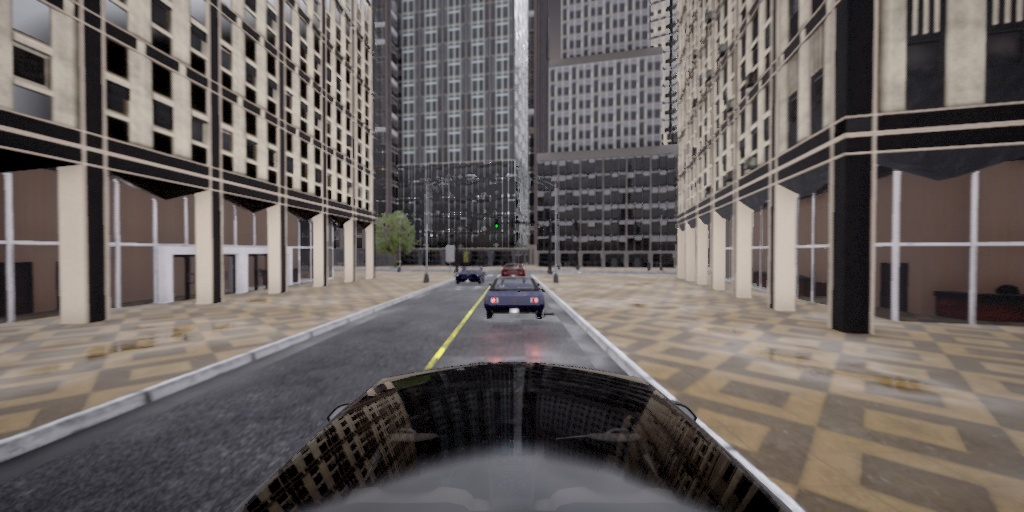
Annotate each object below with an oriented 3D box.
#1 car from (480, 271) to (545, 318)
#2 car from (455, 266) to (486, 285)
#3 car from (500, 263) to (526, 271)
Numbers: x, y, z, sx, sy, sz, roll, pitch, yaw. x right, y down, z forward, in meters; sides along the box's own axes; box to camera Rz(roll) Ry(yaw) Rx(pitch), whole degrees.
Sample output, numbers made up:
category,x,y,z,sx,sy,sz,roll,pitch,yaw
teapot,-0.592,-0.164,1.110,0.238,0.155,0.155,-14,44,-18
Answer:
category,x,y,z,sx,sy,sz,roll,pitch,yaw
car,0.085,1.382,13.087,1.895,1.301,4.718,0,0,0
car,-3.071,1.426,27.076,1.895,1.301,4.718,0,0,0
car,0.090,1.308,28.786,1.882,1.535,5.008,0,0,0
